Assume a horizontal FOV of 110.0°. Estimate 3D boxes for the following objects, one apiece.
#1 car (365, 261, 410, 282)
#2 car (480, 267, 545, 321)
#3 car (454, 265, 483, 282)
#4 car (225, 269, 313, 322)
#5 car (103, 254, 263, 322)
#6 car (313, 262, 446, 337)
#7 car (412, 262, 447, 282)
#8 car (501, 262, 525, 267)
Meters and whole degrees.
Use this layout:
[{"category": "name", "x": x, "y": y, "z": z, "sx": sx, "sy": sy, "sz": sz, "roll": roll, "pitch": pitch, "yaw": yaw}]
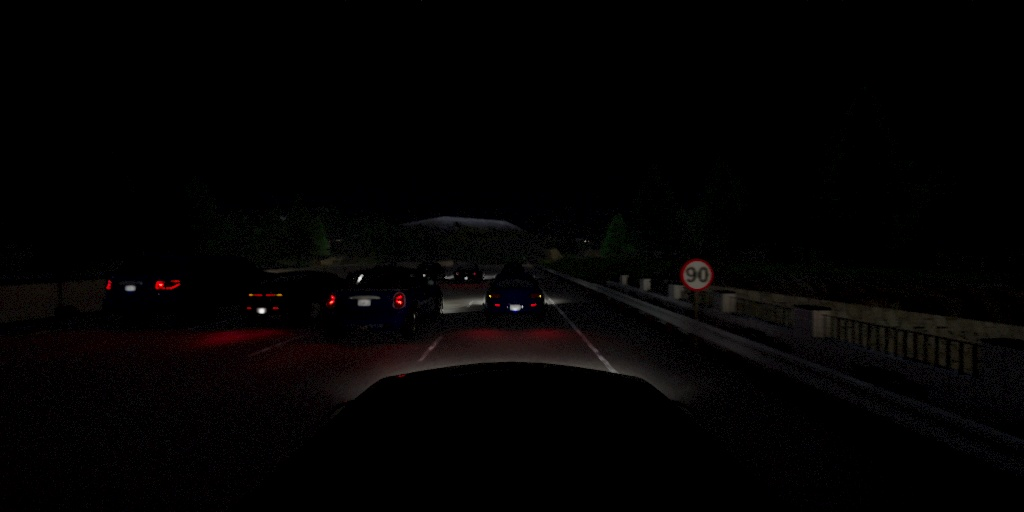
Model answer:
[{"category": "car", "x": -10.402, "y": 1.253, "z": 30.426, "sx": 2.128, "sy": 1.511, "sz": 4.902, "roll": 0, "pitch": 0, "yaw": 0}, {"category": "car", "x": 0.086, "y": 1.273, "z": 12.318, "sx": 1.812, "sy": 1.442, "sz": 4.674, "roll": 0, "pitch": 0, "yaw": 0}, {"category": "car", "x": -3.403, "y": 1.361, "z": 28.858, "sx": 1.895, "sy": 1.301, "sz": 4.718, "roll": 0, "pitch": 0, "yaw": 0}, {"category": "car", "x": -6.901, "y": 1.253, "z": 12.307, "sx": 1.837, "sy": 1.490, "sz": 4.892, "roll": 0, "pitch": 0, "yaw": 0}, {"category": "car", "x": -10.400, "y": 0.970, "z": 12.454, "sx": 2.150, "sy": 2.045, "sz": 5.566, "roll": 0, "pitch": 0, "yaw": 0}, {"category": "car", "x": -3.401, "y": 1.099, "z": 10.384, "sx": 2.097, "sy": 1.767, "sz": 4.553, "roll": 0, "pitch": 0, "yaw": 0}, {"category": "car", "x": -6.901, "y": 1.266, "z": 30.487, "sx": 1.837, "sy": 1.490, "sz": 4.892, "roll": 0, "pitch": 0, "yaw": 0}, {"category": "car", "x": 0.097, "y": 1.265, "z": 30.494, "sx": 1.837, "sy": 1.490, "sz": 4.892, "roll": 0, "pitch": 0, "yaw": 0}]
